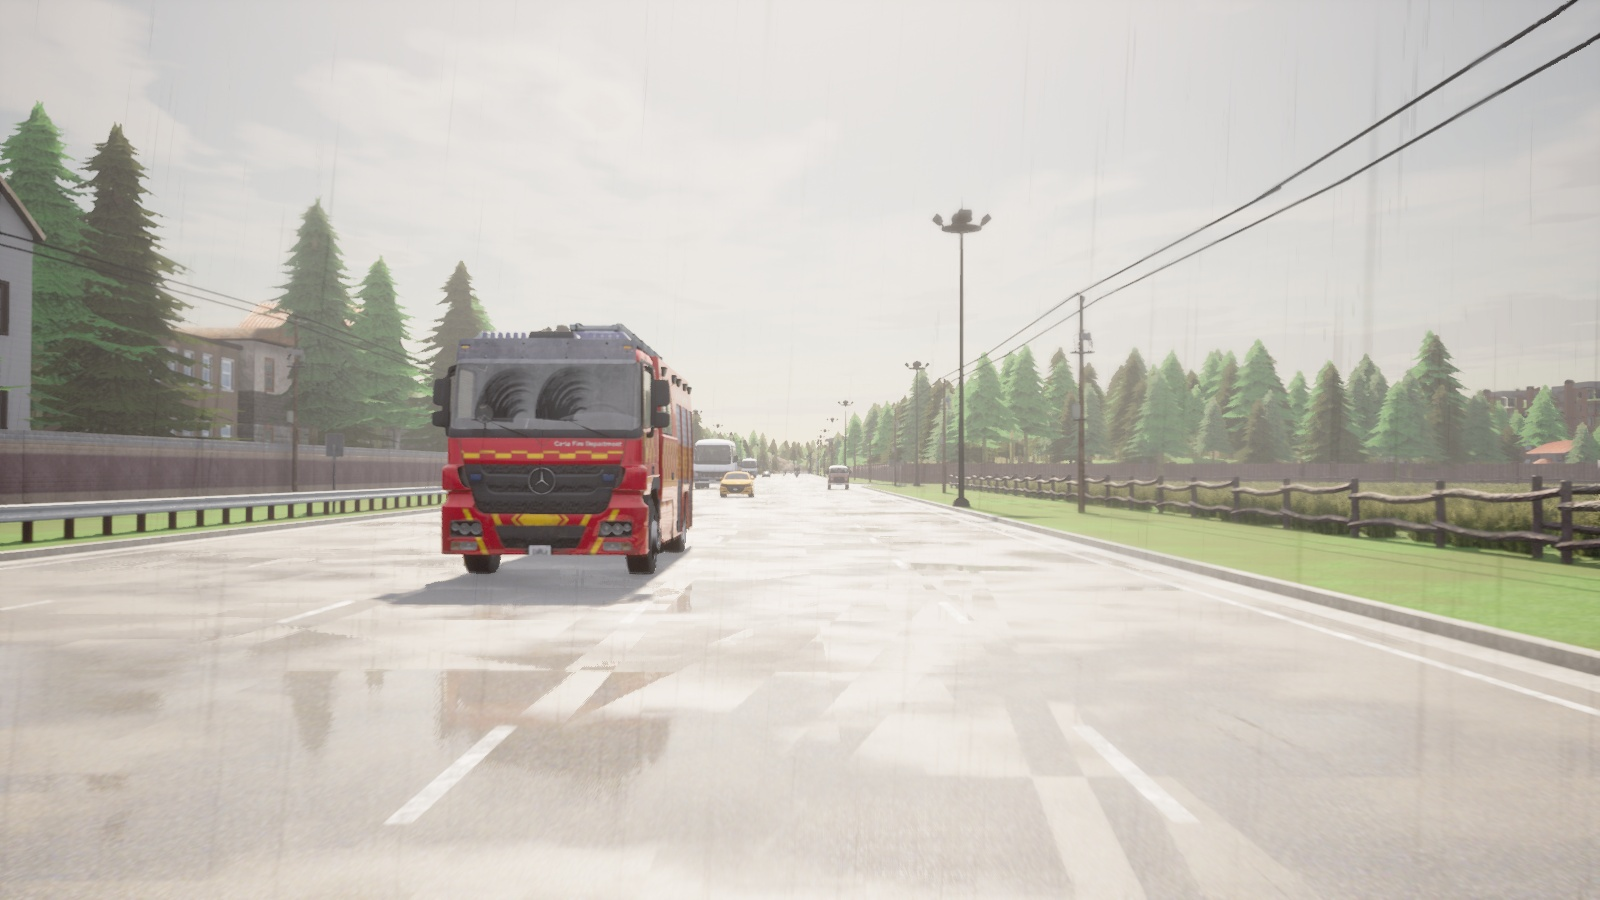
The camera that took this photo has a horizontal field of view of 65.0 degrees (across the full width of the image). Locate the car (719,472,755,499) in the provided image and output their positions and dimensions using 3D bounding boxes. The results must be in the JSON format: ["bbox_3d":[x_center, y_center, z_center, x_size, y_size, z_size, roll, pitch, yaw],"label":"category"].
[{"bbox_3d":[-3.678,2.051,74.276,1.882,1.535,5.008,0,-1,0],"label":"car"}]

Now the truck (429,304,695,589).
[{"bbox_3d":[-3.555,0.018,21.149,2.891,3.827,8.468,0,-1,0],"label":"truck"}]
